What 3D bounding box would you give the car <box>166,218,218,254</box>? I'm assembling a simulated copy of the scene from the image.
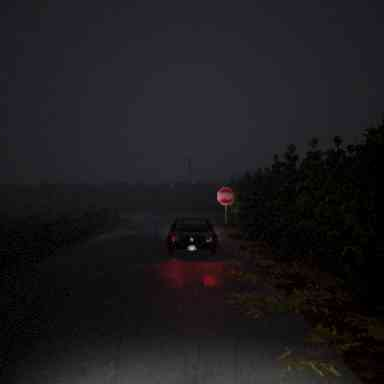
[{"bbox_3d":[0.003,1.735,14.106,1.895,1.301,4.718,0,-1,0],"label":"car"}]
